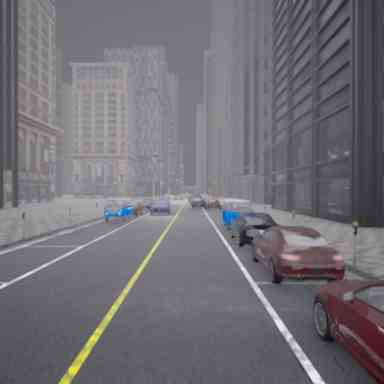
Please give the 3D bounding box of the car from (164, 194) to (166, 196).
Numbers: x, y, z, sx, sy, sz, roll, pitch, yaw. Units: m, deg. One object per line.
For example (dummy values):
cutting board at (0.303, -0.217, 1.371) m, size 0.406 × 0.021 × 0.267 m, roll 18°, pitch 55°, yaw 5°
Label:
car at (-5.768, 1.462, 54.448) m, size 1.967 × 1.590 × 4.097 m, roll 0°, pitch 0°, yaw 0°

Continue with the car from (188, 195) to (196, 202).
car at (-0.003, 1.485, 78.462) m, size 1.837 × 1.490 × 4.892 m, roll 0°, pitch 0°, yaw 0°

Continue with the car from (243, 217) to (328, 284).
car at (2.759, 1.587, 9.325) m, size 1.802 × 1.307 × 4.206 m, roll 0°, pitch 0°, yaw 0°

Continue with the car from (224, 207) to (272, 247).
car at (2.759, 1.573, 14.966) m, size 1.947 × 1.339 × 4.313 m, roll 0°, pitch 0°, yaw 0°

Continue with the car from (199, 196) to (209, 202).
car at (2.758, 1.568, 77.013) m, size 2.008 × 1.369 × 4.403 m, roll 0°, pitch 0°, yaw 0°

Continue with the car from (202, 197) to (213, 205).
car at (2.758, 1.587, 60.091) m, size 1.947 × 1.339 × 4.313 m, roll 0°, pitch 0°, yaw 0°

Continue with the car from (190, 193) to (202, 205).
car at (0.674, 1.245, 60.935) m, size 2.150 × 2.045 × 5.566 m, roll 0°, pitch 0°, yaw 0°

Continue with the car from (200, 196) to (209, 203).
car at (2.757, 1.545, 71.543) m, size 1.752 × 1.417 × 4.829 m, roll 0°, pitch 0°, yaw 0°

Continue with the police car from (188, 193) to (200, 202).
police car at (0.770, 1.447, 54.987) m, size 1.930 × 1.638 × 5.238 m, roll 0°, pitch 0°, yaw -2°

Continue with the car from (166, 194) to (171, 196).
car at (-5.768, 1.587, 65.731) m, size 1.947 × 1.339 × 4.313 m, roll 0°, pitch 0°, yaw 0°

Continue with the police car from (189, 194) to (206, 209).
police car at (0.885, 1.447, 45.015) m, size 1.930 × 1.638 × 5.238 m, roll 0°, pitch 0°, yaw 0°

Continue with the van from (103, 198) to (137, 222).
van at (-5.768, 1.354, 26.244) m, size 1.690 × 1.788 × 3.998 m, roll 0°, pitch 0°, yaw 0°

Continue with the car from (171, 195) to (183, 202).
car at (-3.003, 1.397, 76.120) m, size 2.128 × 1.511 × 4.902 m, roll 0°, pitch 0°, yaw 0°

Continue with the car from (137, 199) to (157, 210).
car at (-5.767, 1.585, 43.166) m, size 1.947 × 1.339 × 4.313 m, roll 0°, pitch 0°, yaw 0°

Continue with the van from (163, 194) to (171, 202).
van at (-5.768, 1.359, 77.012) m, size 1.690 × 1.788 × 3.998 m, roll 0°, pitch 0°, yaw 0°

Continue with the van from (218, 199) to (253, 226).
van at (2.758, 1.351, 20.607) m, size 1.690 × 1.788 × 3.998 m, roll 0°, pitch 0°, yaw 0°

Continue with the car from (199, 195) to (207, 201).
car at (2.757, 1.455, 82.655) m, size 1.967 × 1.590 × 4.097 m, roll 0°, pitch 0°, yaw 0°

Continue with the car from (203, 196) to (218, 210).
car at (2.758, 1.564, 43.169) m, size 1.887 × 1.381 × 4.507 m, roll 0°, pitch 0°, yaw 0°

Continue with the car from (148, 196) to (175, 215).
car at (-3.098, 1.493, 34.113) m, size 1.882 × 1.535 × 5.008 m, roll 0°, pitch 0°, yaw 0°

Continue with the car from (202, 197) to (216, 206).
car at (2.758, 1.572, 54.450) m, size 2.008 × 1.369 × 4.403 m, roll 0°, pitch 0°, yaw 0°

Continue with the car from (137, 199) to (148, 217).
car at (-5.767, 1.560, 31.885) m, size 1.887 × 1.381 × 4.507 m, roll 0°, pitch 0°, yaw 0°

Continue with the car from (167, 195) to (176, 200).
car at (-5.768, 1.559, 93.935) m, size 2.008 × 1.369 × 4.403 m, roll 0°, pitch 0°, yaw 0°

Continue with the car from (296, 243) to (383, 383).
car at (2.759, 1.584, 3.685) m, size 1.802 × 1.307 × 4.206 m, roll 0°, pitch 0°, yaw 0°
